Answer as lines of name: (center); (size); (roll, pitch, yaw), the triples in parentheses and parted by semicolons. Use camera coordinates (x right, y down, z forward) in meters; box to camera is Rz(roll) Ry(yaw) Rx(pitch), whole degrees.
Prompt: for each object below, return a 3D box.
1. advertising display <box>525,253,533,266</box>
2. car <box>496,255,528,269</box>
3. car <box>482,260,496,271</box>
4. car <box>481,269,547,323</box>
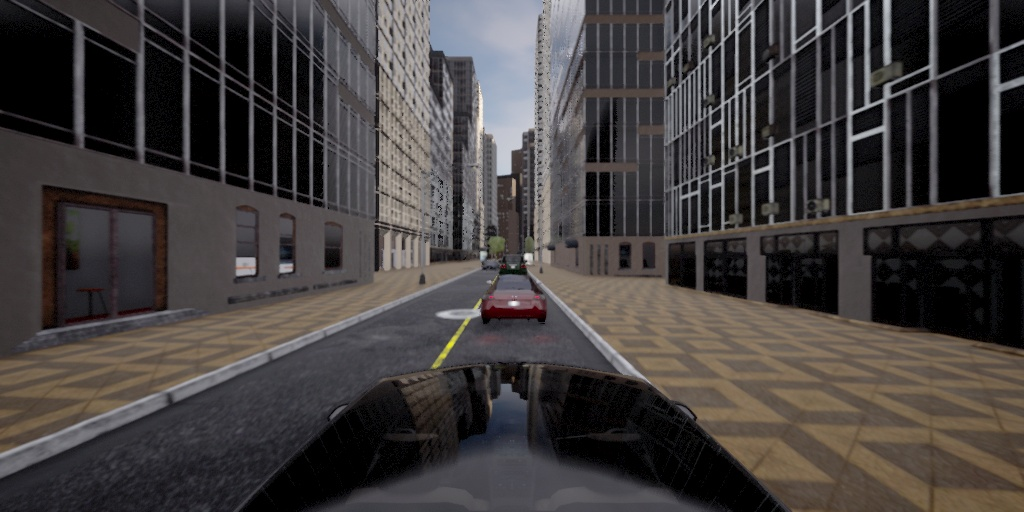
advertising display: (3.015, 0.705, 63.721); (1.540, 2.440, 0.280); (0, 0, 0)
car: (0.088, 0.927, 29.383); (2.150, 2.045, 5.566); (0, 0, 0)
car: (-2.830, 1.248, 47.030); (1.994, 1.385, 4.181); (0, 0, 0)
car: (0.071, 1.294, 12.051); (1.994, 1.385, 4.181); (0, 0, 0)
